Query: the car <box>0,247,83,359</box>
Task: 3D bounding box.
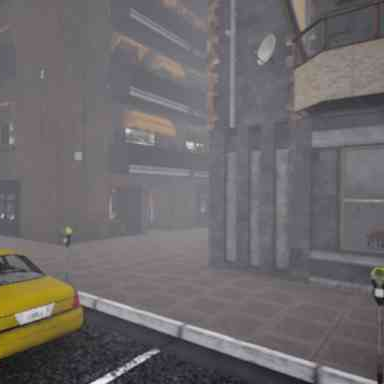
[{"bbox_3d":[-3.800,1.434,5.434,4.829,1.417,1.752,1,0,35],"label":"car"}]
